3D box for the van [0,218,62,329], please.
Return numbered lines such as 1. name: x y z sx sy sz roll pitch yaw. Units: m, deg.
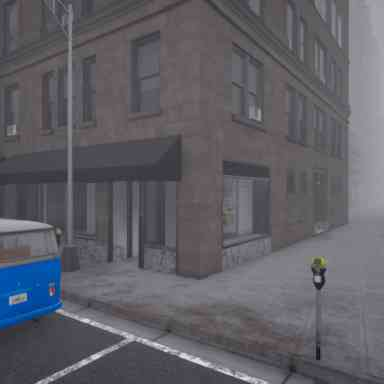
1. van: -4.073 1.340 5.985 3.998 1.788 1.690 0 0 36
